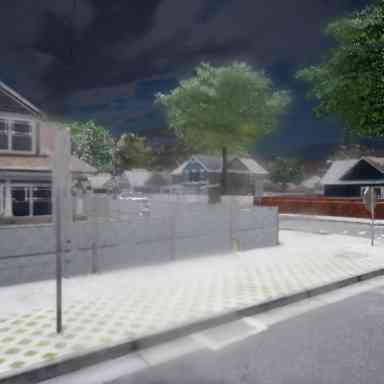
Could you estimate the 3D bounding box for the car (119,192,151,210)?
[{"bbox_3d":[-6.469,0.998,37.514,2.150,2.045,5.566,0,0,-35],"label":"car"}]
